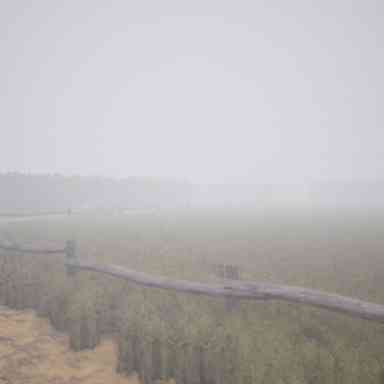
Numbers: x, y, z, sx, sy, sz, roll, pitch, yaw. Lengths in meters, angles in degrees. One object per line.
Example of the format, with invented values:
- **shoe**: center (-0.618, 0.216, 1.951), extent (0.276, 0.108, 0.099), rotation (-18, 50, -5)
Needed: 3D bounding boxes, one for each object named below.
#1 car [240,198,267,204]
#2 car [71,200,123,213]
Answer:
- **car**: center (8.861, 1.439, 45.697), extent (4.718, 1.301, 1.895), rotation (-1, 1, -34)
- **car**: center (-8.352, 1.495, 29.644), extent (1.837, 1.490, 4.892), rotation (0, 0, 36)
